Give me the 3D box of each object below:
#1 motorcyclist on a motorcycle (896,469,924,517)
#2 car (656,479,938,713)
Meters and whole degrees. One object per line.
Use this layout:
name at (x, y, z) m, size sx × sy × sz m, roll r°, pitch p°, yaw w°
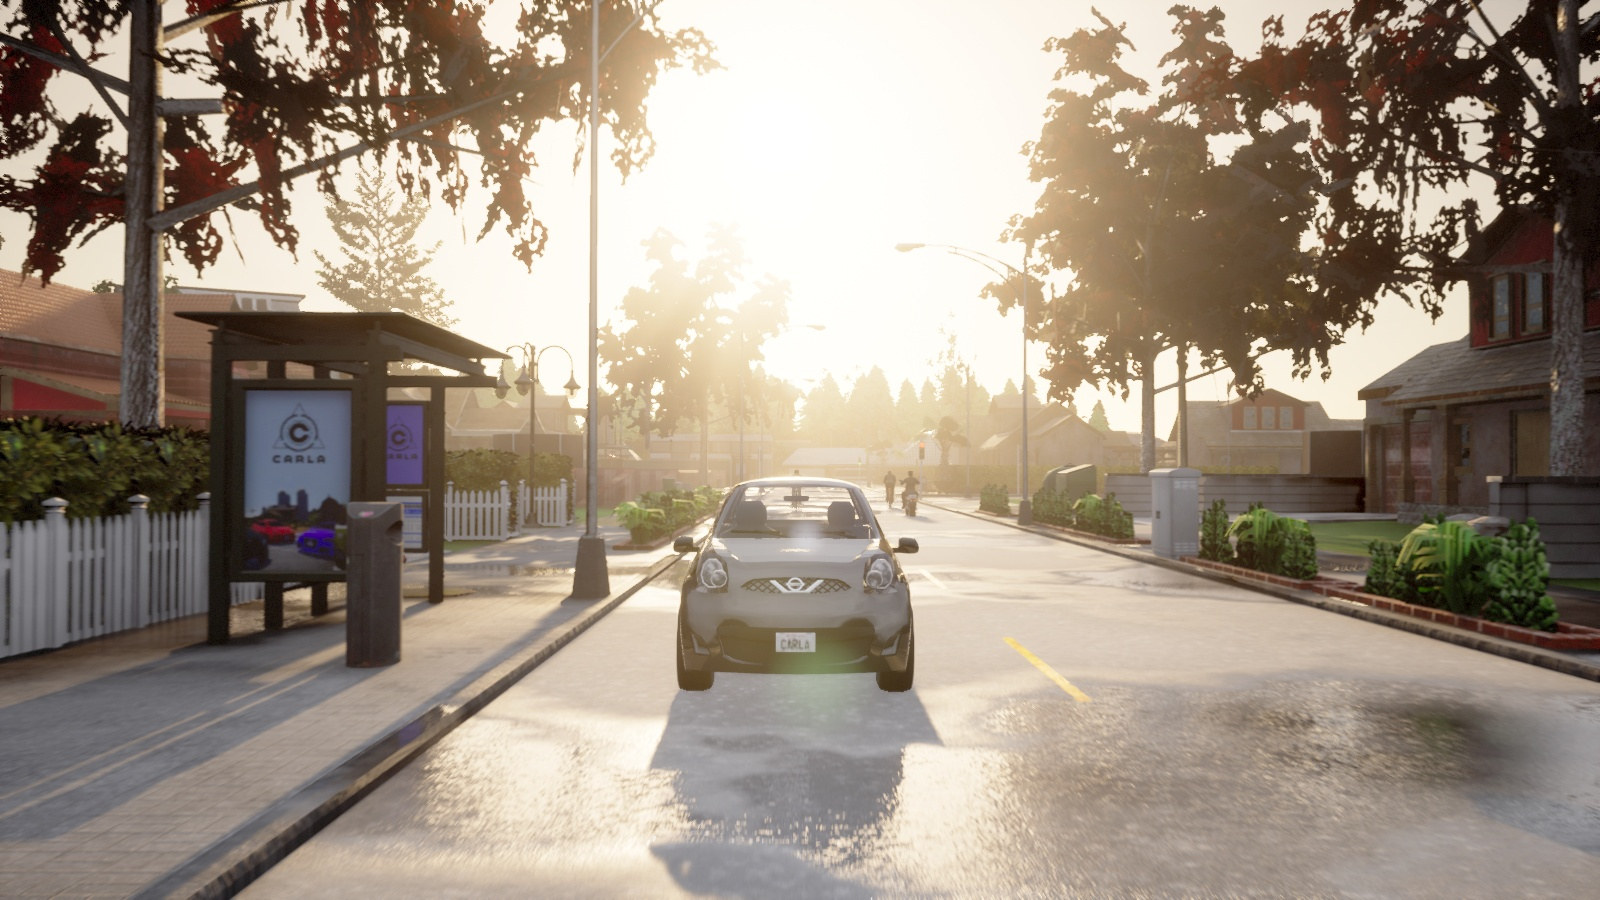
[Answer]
motorcyclist on a motorcycle at (3.896, 1.495, 44.542) m, size 0.766 × 1.649 × 2.350 m, roll 0°, pitch -1°, yaw 0°
car at (-0.024, 0.997, 10.052) m, size 1.845 × 1.501 × 3.633 m, roll 0°, pitch -1°, yaw 0°
